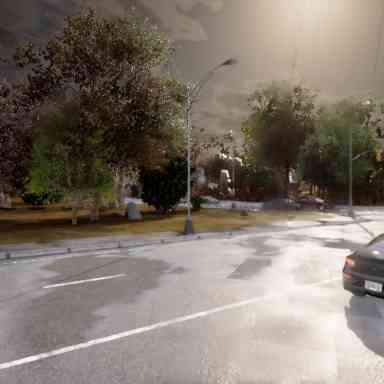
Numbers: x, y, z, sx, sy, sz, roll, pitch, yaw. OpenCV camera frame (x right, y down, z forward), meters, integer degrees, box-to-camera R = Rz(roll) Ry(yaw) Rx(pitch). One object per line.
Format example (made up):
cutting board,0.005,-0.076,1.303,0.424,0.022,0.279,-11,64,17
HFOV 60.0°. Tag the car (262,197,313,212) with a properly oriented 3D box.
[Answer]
car,10.500,1.451,37.854,2.033,1.411,5.357,0,0,-38

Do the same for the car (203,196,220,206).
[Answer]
car,2.500,1.383,54.014,2.128,1.511,4.902,0,0,-37

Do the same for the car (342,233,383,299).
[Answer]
car,5.138,1.514,7.265,4.674,1.442,1.812,0,0,-35

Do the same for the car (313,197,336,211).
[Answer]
car,14.186,1.366,38.801,1.882,1.535,5.008,0,0,-38

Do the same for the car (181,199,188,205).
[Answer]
car,-2.495,1.412,54.779,1.837,1.490,4.892,0,0,-37
